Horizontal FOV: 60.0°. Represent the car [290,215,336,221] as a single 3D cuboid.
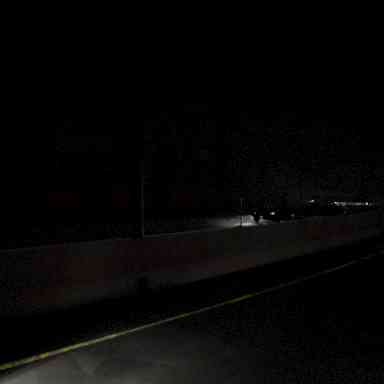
[{"bbox_3d":[7.868,1.356,20.770,2.128,1.511,4.902,0,0,42],"label":"car"}]
